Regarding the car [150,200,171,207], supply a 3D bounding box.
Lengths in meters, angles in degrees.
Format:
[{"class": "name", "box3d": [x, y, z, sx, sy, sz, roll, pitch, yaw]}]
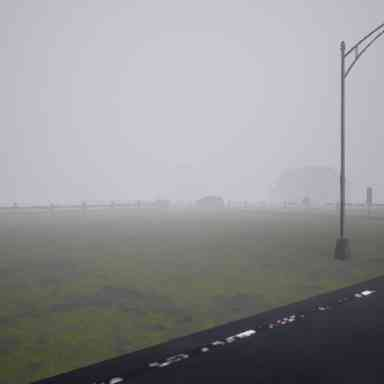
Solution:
[{"class": "car", "box3d": [-6.185, 2.232, 65.116, 1.812, 1.442, 4.674, 2, -2, -36]}]

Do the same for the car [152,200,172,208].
[{"class": "car", "box3d": [-5.461, 2.136, 59.456, 1.812, 1.442, 4.674, 2, -2, -36]}]

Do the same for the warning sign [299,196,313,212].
[{"class": "warning sign", "box3d": [14.187, 1.495, 41.370, 1.300, 1.860, 1.060, 2, -1, -36]}]

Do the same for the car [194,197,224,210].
[{"class": "car", "box3d": [2.638, 1.774, 53.026, 2.150, 2.045, 5.566, 2, -2, -36]}]
